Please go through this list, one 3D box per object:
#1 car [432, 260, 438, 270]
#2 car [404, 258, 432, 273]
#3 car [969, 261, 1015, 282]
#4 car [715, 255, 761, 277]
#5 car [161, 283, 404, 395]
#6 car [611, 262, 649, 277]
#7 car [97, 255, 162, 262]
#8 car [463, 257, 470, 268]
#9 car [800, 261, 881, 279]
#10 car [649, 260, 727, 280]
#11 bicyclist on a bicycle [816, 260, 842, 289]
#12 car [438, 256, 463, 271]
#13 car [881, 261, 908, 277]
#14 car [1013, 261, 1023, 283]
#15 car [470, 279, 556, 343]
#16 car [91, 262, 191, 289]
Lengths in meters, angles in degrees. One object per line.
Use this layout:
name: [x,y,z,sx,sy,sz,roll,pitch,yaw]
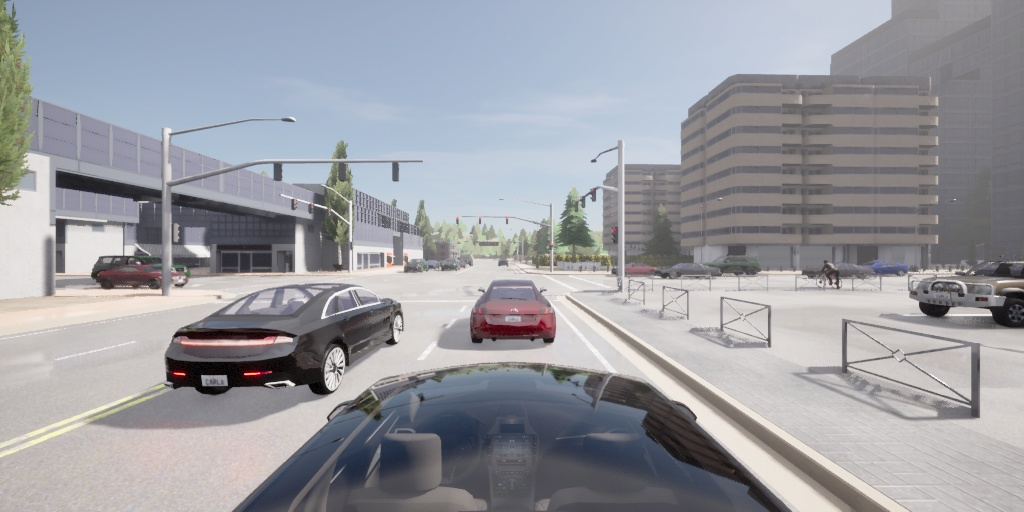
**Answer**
car: [-11.972,1.297,53.643,2.033,1.411,5.357,0,0,-1]
car: [-11.756,1.102,44.178,2.097,1.767,4.553,0,0,0]
car: [44.528,1.351,32.005,4.718,1.301,1.895,0,0,-1]
car: [21.110,0.970,34.893,5.566,2.045,2.150,0,0,-2]
car: [-3.472,1.242,6.610,2.128,1.511,4.902,0,0,0]
car: [11.756,1.314,34.615,4.181,1.385,1.994,0,0,-2]
car: [-26.437,0.971,25.635,5.566,2.045,2.150,0,0,-1]
car: [-8.604,1.314,59.035,1.994,1.385,4.181,0,0,-1]
car: [28.677,1.297,31.612,5.357,1.411,2.033,0,0,-2]
car: [15.245,1.297,31.217,5.357,1.411,2.033,0,0,-2]
bicyclist on a bicycle: [17.933,1.052,20.308,0.582,1.620,1.656,0,0,-2]
car: [-8.339,1.102,49.067,2.097,1.767,4.553,0,0,-1]
car: [35.877,1.228,35.311,5.008,1.535,1.882,-1,0,-1]
car: [43.309,1.314,28.389,4.181,1.385,1.994,0,0,-1]
car: [0.014,1.314,9.667,1.994,1.385,4.181,0,0,0]
car: [-22.881,1.276,22.237,4.674,1.442,1.812,0,0,0]
